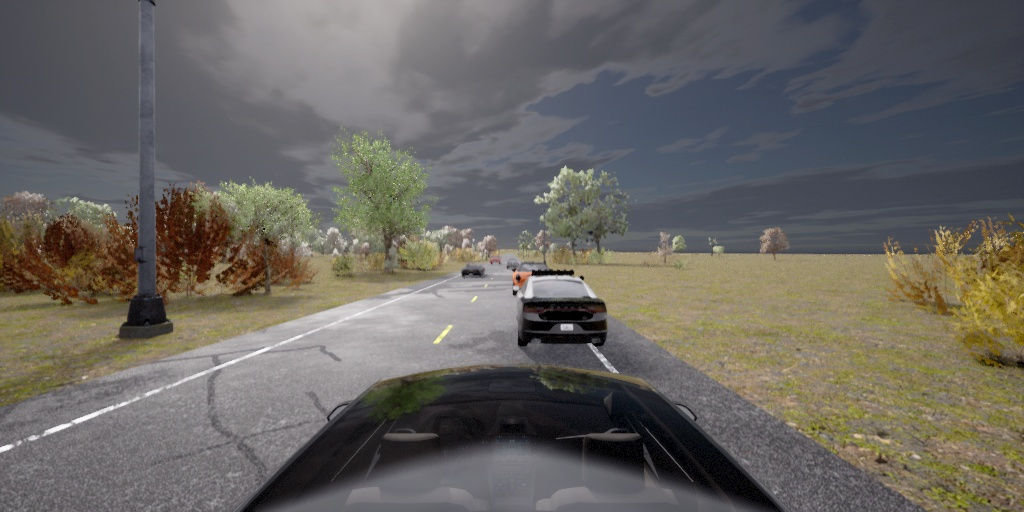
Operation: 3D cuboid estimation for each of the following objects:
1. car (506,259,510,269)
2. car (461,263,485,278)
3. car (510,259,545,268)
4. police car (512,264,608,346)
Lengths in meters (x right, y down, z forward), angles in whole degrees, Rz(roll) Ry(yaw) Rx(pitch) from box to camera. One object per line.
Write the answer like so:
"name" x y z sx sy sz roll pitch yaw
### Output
"car" 0.127 1.207 52.939 2.033 1.411 5.357 0 0 0
"car" -3.567 1.306 33.390 1.895 1.301 4.718 0 0 0
"car" 1.068 1.081 19.348 2.097 1.767 4.553 0 0 0
"police car" 1.059 1.168 9.487 1.930 1.638 5.238 0 0 0
